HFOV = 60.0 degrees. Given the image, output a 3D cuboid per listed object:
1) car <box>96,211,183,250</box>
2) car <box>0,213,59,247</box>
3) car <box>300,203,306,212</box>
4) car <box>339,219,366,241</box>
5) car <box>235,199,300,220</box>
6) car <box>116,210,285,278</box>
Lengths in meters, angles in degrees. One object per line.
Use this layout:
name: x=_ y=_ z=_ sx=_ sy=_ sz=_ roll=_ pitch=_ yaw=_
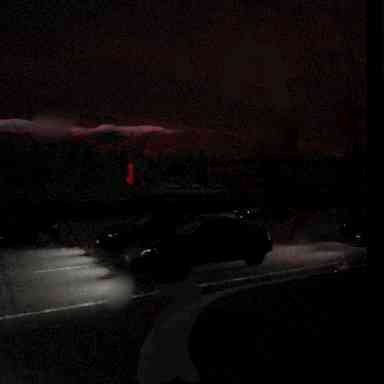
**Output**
car: x=-1.360 y=1.488 z=13.106 sx=4.674 sy=1.442 sz=1.812 roll=0 pitch=0 yaw=-29
car: x=-7.710 y=1.582 z=13.657 sx=4.181 sy=1.385 sz=1.994 roll=-1 pitch=0 yaw=-28
car: x=7.842 y=1.366 z=30.047 sx=5.357 sy=1.411 sz=2.033 roll=-1 pitch=0 yaw=-28
car: x=8.706 y=1.467 z=14.591 sx=4.718 sy=1.301 sz=1.895 roll=-1 pitch=0 yaw=-28
car: x=5.454 y=1.460 z=24.772 sx=4.718 sy=1.301 sz=1.895 roll=-1 pitch=0 yaw=-28
car: x=0.331 y=1.483 z=10.046 sx=4.674 sy=1.442 sz=1.812 roll=-1 pitch=0 yaw=-28
